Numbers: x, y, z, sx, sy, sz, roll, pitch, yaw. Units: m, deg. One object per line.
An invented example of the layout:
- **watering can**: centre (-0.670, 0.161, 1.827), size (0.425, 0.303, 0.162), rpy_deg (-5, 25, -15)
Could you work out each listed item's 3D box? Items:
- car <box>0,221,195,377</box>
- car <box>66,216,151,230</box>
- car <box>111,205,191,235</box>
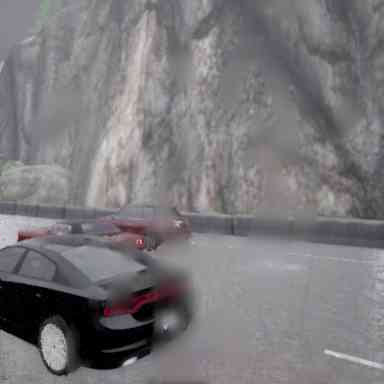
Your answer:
- **car**: centre (-2.289, 1.463, 5.613), size (5.008, 1.535, 1.882), rpy_deg (0, 0, 36)
- **car**: centre (-3.828, 1.569, 11.022), size (4.718, 1.301, 1.895), rpy_deg (0, 0, 36)
- **car**: centre (-2.319, 1.317, 14.242), size (4.553, 1.767, 2.097), rpy_deg (0, 0, 36)
